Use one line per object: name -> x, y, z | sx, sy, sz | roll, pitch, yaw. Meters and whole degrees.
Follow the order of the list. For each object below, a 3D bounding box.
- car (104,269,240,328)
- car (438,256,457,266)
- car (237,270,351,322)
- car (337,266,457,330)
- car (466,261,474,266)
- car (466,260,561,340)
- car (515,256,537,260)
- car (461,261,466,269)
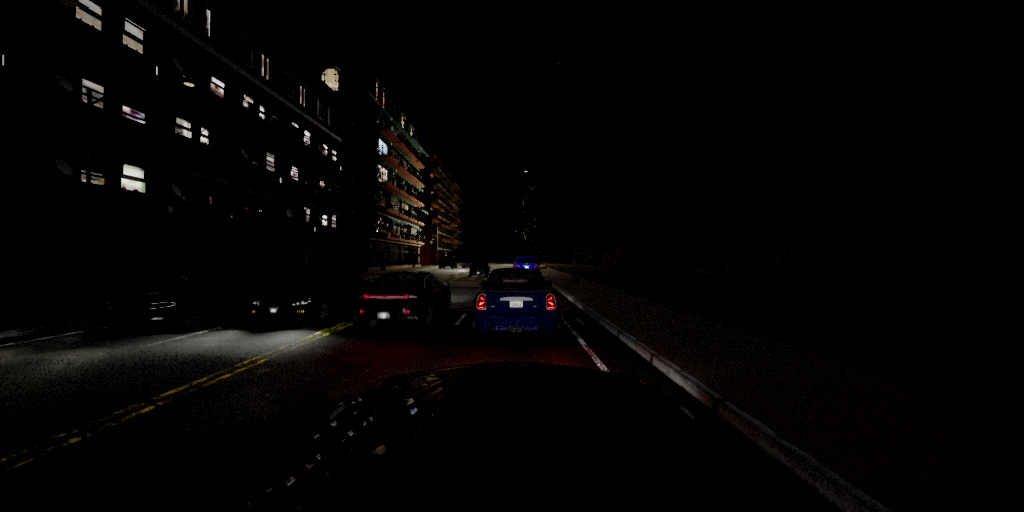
car -> -9.845, 1.229, 11.594 | 1.882, 1.535, 5.008 | 0, 0, 0
car -> -9.814, 0.973, 54.991 | 2.150, 2.045, 5.566 | 0, 0, 0
car -> -6.596, 1.256, 12.341 | 1.837, 1.490, 4.892 | 0, 0, 0
car -> -3.146, 1.242, 11.216 | 2.128, 1.511, 4.902 | 0, 0, 0
car -> -3.133, 1.260, 35.724 | 1.837, 1.490, 4.892 | 0, 0, 0
car -> 0.103, 1.103, 10.177 | 2.097, 1.767, 4.553 | 0, 0, 0
car -> 1.151, 0.979, 30.130 | 2.150, 2.045, 5.566 | 0, 0, 0
car -> -6.568, 1.353, 54.553 | 1.895, 1.301, 4.718 | 0, 0, 0
